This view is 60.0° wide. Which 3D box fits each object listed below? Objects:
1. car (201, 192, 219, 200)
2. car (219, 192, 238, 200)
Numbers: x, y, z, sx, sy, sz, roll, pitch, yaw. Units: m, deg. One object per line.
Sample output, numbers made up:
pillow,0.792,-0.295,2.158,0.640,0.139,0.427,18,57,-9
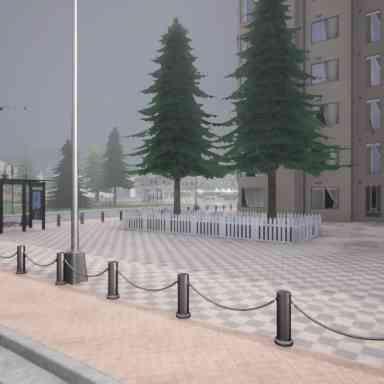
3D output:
car,5.185,1.384,91.418,3.806,1.475,1.970,0,0,35
car,9.547,1.374,84.715,3.633,1.501,1.845,0,0,35
